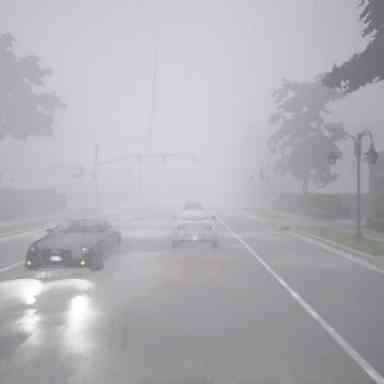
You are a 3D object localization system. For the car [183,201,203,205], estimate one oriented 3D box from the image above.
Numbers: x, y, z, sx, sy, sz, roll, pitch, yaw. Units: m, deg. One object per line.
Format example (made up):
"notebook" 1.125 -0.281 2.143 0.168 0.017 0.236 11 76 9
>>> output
"car" 0.100 1.537 31.066 1.994 1.385 4.181 0 0 0

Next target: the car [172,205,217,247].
"car" 0.101 1.514 14.777 1.812 1.442 4.674 0 0 0

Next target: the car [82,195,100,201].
"car" -24.026 1.387 79.052 3.806 1.475 1.970 0 0 1

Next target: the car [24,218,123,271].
"car" -3.570 1.555 10.729 1.994 1.385 4.181 0 0 0

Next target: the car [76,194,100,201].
"car" -23.310 1.231 73.301 4.611 1.667 2.242 0 0 1
